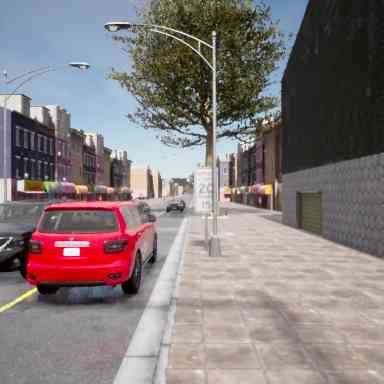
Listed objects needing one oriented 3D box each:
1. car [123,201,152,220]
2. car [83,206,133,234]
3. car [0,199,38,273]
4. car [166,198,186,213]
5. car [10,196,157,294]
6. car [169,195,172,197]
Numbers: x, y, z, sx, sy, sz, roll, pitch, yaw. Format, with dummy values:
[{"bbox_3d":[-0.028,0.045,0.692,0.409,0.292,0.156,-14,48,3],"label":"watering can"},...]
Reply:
[{"bbox_3d":[-4.927,1.622,30.596,1.837,1.490,4.892,0,0,1],"label":"car"},{"bbox_3d":[-5.013,1.644,20.429,1.994,1.385,4.181,0,0,1],"label":"car"},{"bbox_3d":[-5.105,1.266,10.532,2.150,2.045,5.566,0,0,0],"label":"car"},{"bbox_3d":[-1.969,1.658,39.312,1.812,1.442,4.674,0,0,1],"label":"car"},{"bbox_3d":[-2.265,1.243,8.999,2.150,2.045,5.566,0,0,0],"label":"car"},{"bbox_3d":[-1.933,1.661,49.602,2.128,1.511,4.902,0,0,1],"label":"car"}]
